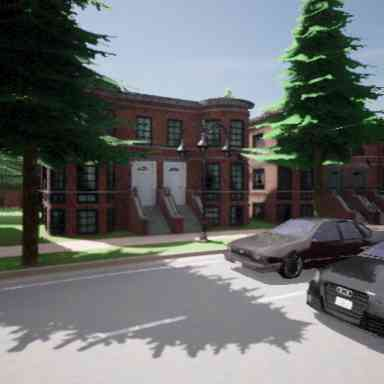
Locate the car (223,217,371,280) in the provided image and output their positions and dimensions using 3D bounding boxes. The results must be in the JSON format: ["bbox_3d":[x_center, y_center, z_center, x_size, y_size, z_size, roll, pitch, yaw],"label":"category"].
[{"bbox_3d":[3.622,1.454,9.692,5.357,1.411,2.033,0,1,-25],"label":"car"}]

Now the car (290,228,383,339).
[{"bbox_3d":[4.124,1.509,5.928,4.181,1.385,1.994,0,1,-25],"label":"car"}]
